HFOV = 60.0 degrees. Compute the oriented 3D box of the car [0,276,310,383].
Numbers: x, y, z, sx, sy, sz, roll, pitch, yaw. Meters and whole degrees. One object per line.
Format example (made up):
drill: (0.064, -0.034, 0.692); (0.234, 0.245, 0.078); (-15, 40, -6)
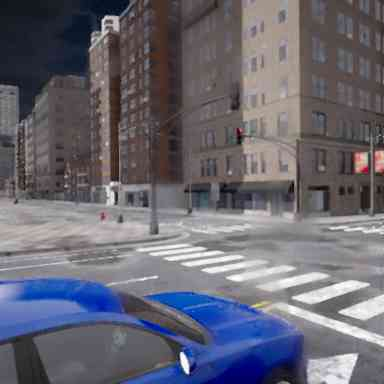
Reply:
car: (-1.113, 1.480, 2.654); (5.008, 1.535, 1.882); (0, 0, -35)
